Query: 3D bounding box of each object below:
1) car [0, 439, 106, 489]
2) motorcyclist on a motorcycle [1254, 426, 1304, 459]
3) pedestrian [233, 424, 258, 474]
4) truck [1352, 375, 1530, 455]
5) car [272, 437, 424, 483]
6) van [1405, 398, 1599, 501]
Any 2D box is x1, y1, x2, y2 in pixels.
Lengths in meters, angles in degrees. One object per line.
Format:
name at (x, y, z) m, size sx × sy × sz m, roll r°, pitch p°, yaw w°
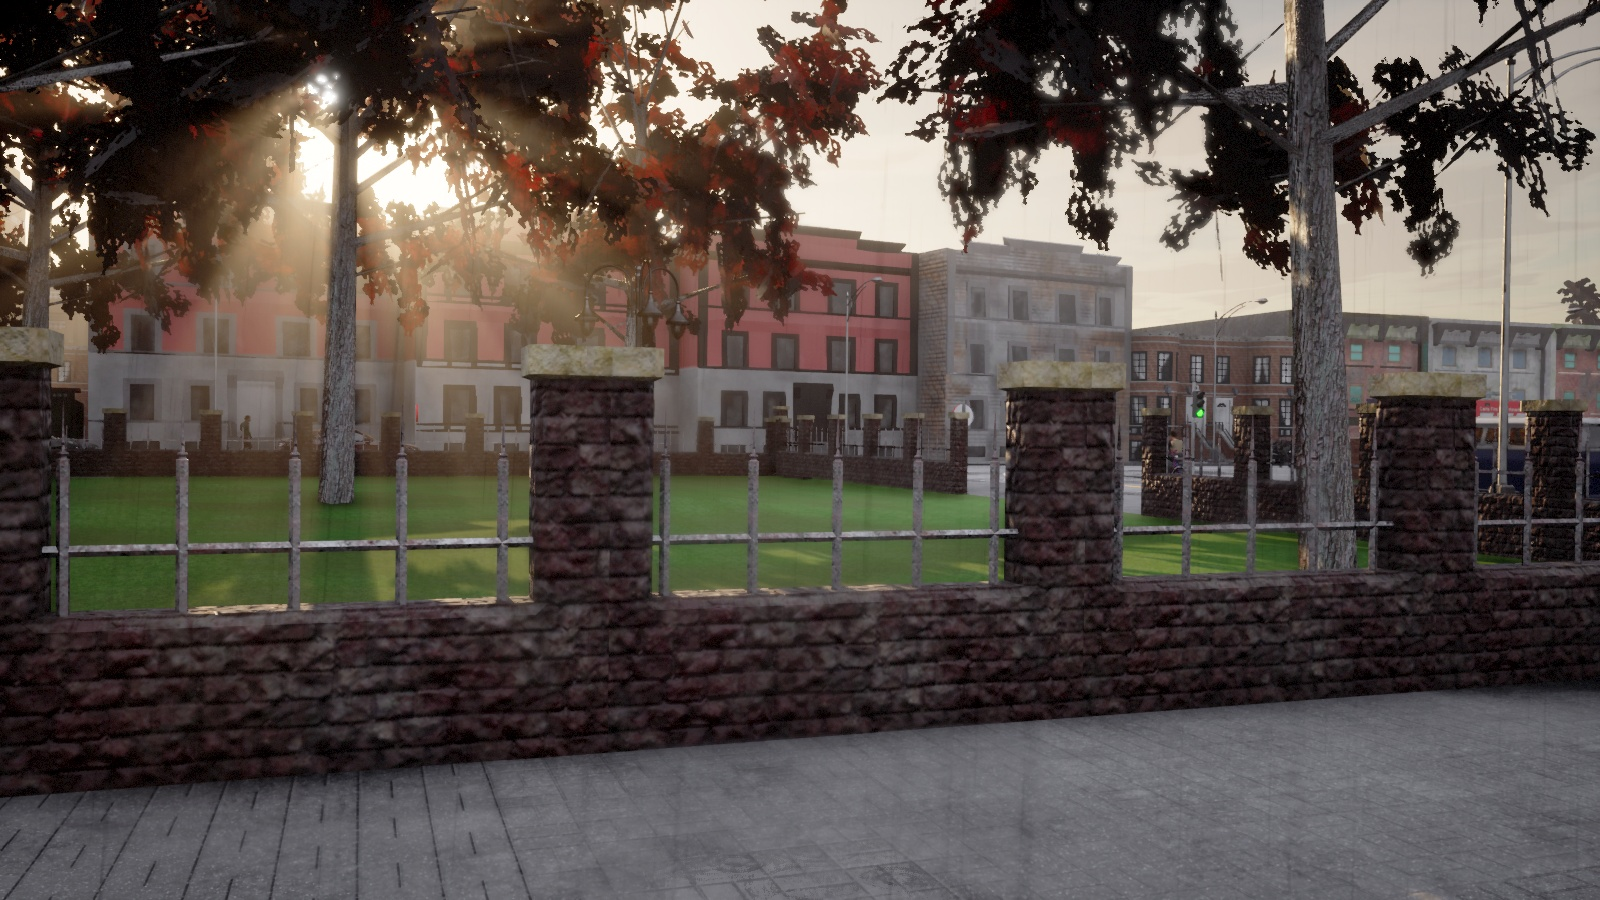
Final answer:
car at (-24.440, 0.434, 38.888) m, size 4.892 × 1.490 × 1.837 m, roll -1°, pitch 1°, yaw -19°
motorcyclist on a motorcycle at (22.729, -0.382, 59.617) m, size 2.191 × 1.530 × 0.866 m, roll -1°, pitch 1°, yaw -19°
pedestrian at (-21.718, -0.058, 49.196) m, size 0.788 × 1.949 × 0.423 m, roll -1°, pitch 1°, yaw -17°
truck at (32.092, -1.736, 62.869) m, size 8.468 × 3.827 × 2.891 m, roll -1°, pitch 1°, yaw -19°
car at (-15.118, 0.301, 42.160) m, size 4.674 × 1.442 × 1.812 m, roll -1°, pitch 1°, yaw -19°
van at (15.226, -0.045, 26.591) m, size 1.775 × 1.987 × 4.442 m, roll -1°, pitch 1°, yaw -18°
